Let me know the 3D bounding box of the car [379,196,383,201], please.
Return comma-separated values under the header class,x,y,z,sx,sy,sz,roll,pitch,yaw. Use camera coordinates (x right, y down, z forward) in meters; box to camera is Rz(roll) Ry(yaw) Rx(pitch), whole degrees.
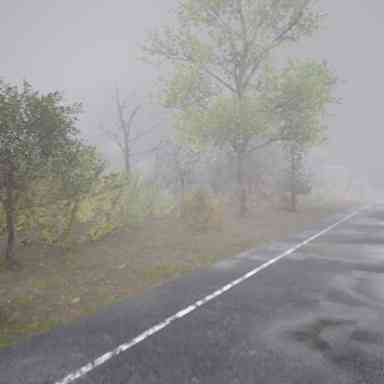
class,x,y,z,sx,sy,sz,roll,pitch,yaw
car,46.506,1.521,80.650,1.895,1.301,4.718,-1,0,31
